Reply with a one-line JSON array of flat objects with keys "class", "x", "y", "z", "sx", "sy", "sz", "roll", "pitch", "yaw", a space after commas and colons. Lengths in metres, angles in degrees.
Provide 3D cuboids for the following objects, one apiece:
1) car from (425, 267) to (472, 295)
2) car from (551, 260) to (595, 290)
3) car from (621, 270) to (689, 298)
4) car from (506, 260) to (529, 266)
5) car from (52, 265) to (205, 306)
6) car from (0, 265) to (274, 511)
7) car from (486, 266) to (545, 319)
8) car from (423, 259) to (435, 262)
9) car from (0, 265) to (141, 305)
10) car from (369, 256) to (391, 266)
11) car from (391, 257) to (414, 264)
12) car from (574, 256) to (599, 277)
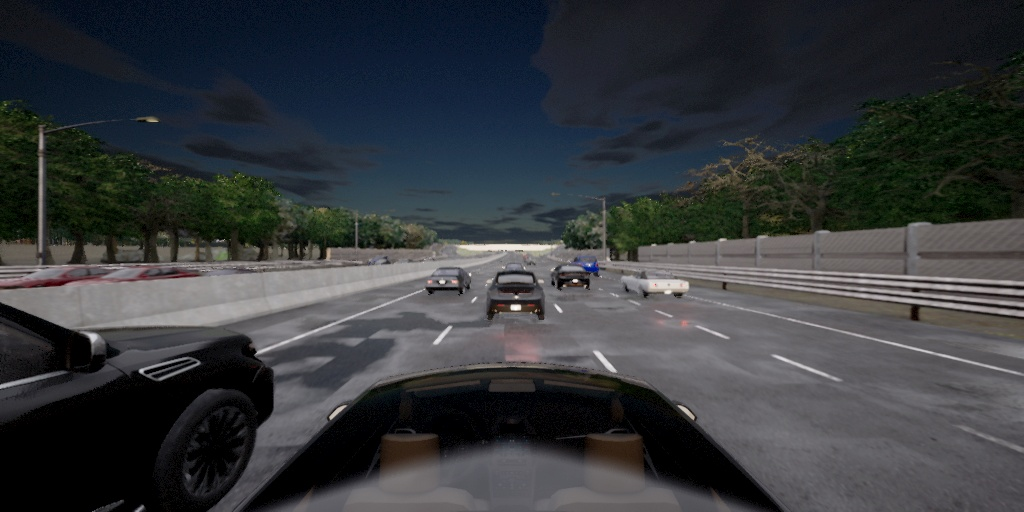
[{"class": "car", "x": -3.370, "y": 1.305, "z": 19.802, "sx": 2.033, "sy": 1.411, "sz": 5.357, "roll": 0, "pitch": 0, "yaw": 0}, {"class": "car", "x": 3.546, "y": 1.241, "z": 22.467, "sx": 1.882, "sy": 1.535, "sz": 5.008, "roll": 0, "pitch": 0, "yaw": 0}, {"class": "car", "x": 7.108, "y": 1.360, "z": 18.447, "sx": 1.895, "sy": 1.301, "sz": 4.718, "roll": 0, "pitch": 0, "yaw": 1}, {"class": "car", "x": 0.199, "y": 1.318, "z": 32.094, "sx": 2.033, "sy": 1.411, "sz": 5.357, "roll": 0, "pitch": 0, "yaw": 0}, {"class": "car", "x": -17.572, "y": 1.231, "z": 16.925, "sx": 1.882, "sy": 1.535, "sz": 5.008, "roll": 0, "pitch": 0, "yaw": 0}, {"class": "car", "x": -3.399, "y": 0.971, "z": 1.117, "sx": 2.150, "sy": 2.045, "sz": 5.566, "roll": 0, "pitch": 0, "yaw": 0}, {"class": "car", "x": 0.115, "y": 1.258, "z": 12.852, "sx": 1.837, "sy": 1.490, "sz": 4.892, "roll": 0, "pitch": 0, "yaw": 0}, {"class": "car", "x": -13.715, "y": 1.283, "z": 58.820, "sx": 1.837, "sy": 1.490, "sz": 4.892, "roll": 0, "pitch": 0, "yaw": 1}, {"class": "car", "x": -21.072, "y": 1.230, "z": 16.956, "sx": 1.882, "sy": 1.535, "sz": 5.008, "roll": 0, "pitch": 0, "yaw": 0}, {"class": "car", "x": -20.726, "y": 1.254, "z": 57.518, "sx": 1.882, "sy": 1.535, "sz": 5.008, "roll": 0, "pitch": 0, "yaw": 1}, {"class": "car", "x": -17.230, "y": 1.129, "z": 57.597, "sx": 2.097, "sy": 1.767, "sz": 4.553, "roll": 0, "pitch": 0, "yaw": 1}, {"class": "car", "x": 7.224, "y": 0.999, "z": 36.092, "sx": 2.150, "sy": 2.045, "sz": 5.566, "roll": 0, "pitch": 0, "yaw": 1}]
